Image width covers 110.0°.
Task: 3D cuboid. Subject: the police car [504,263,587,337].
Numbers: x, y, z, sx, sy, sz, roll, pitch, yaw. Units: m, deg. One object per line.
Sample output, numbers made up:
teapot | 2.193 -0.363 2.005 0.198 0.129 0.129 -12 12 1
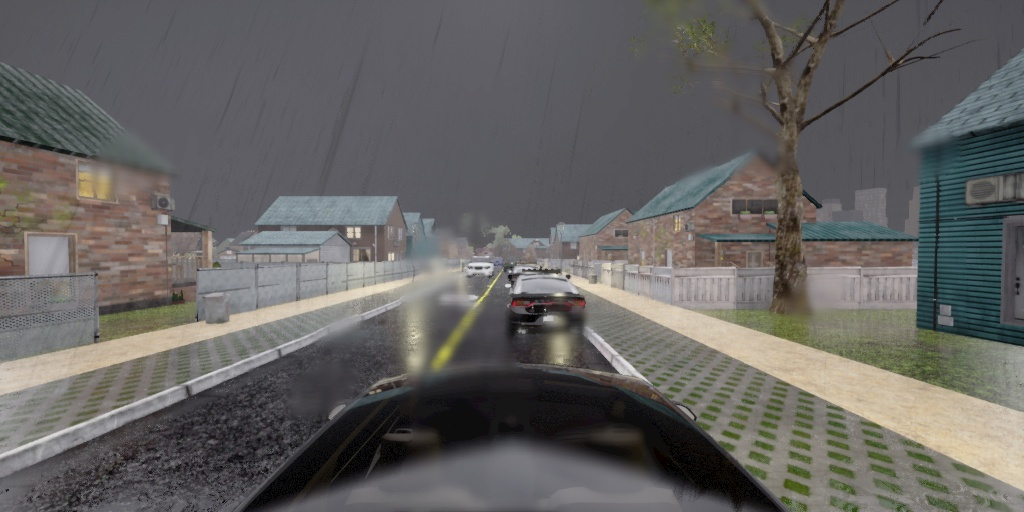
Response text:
police car | 0.827 1.174 10.368 1.930 1.638 5.238 0 0 0

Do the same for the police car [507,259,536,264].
police car | 0.828 1.182 20.370 1.930 1.638 5.238 0 0 0

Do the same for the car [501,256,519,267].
car | 0.030 1.027 47.016 2.150 2.045 5.566 0 0 0

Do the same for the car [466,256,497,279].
car | -2.843 0.996 33.097 2.150 2.045 5.566 0 0 0
